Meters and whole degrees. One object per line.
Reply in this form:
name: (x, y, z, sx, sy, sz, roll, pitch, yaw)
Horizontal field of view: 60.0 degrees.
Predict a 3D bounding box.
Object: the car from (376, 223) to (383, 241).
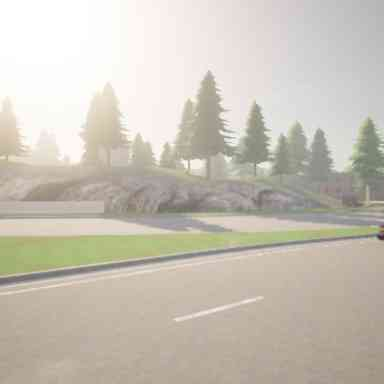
car: (10.124, 1.544, 13.810, 5.357, 1.411, 2.033, 0, 0, -25)
